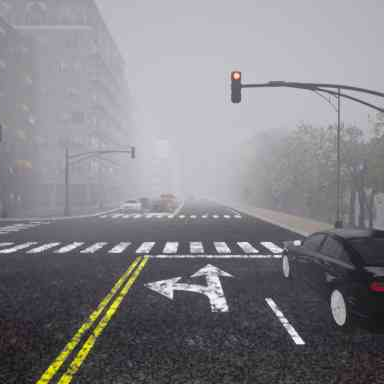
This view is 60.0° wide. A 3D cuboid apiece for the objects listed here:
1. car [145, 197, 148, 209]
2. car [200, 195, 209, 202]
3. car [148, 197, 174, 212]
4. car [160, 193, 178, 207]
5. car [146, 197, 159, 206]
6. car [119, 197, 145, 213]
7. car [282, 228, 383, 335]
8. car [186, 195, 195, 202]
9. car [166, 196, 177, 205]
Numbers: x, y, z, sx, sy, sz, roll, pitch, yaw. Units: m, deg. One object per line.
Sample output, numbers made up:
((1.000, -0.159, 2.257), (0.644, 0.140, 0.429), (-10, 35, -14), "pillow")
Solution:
((-6.783, 1.487, 46.389), (1.882, 1.535, 5.008), (0, 0, 0), "car")
((2.934, 1.558, 78.585), (2.128, 1.511, 4.902), (0, 0, 0), "car")
((-3.493, 1.569, 37.826), (1.994, 1.385, 4.181), (0, 0, 1), "car")
((-3.537, 1.230, 47.194), (2.150, 2.045, 5.566), (0, 0, 0), "car")
((-6.817, 1.617, 58.006), (1.895, 1.301, 4.718), (0, 0, -1), "car")
((-6.749, 1.530, 37.201), (1.812, 1.442, 4.674), (0, 0, 0), "car")
((3.326, 1.477, 6.891), (1.882, 1.535, 5.008), (0, 0, 0), "car")
((-0.317, 1.388, 78.432), (2.097, 1.767, 4.553), (0, 0, 0), "car")
((-3.568, 1.543, 59.106), (1.812, 1.442, 4.674), (0, 0, -1), "car")
